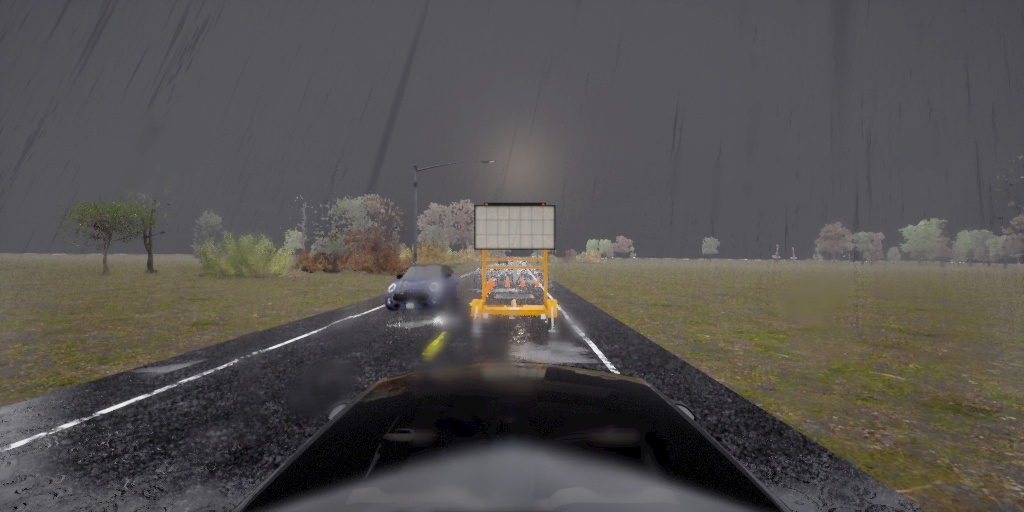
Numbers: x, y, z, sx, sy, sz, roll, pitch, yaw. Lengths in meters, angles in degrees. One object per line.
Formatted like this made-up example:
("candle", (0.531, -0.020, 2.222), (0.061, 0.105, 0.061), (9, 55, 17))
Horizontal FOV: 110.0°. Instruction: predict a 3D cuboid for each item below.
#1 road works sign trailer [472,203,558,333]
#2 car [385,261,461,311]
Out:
("road works sign trailer", (0.084, 0.218, 10.737), (2.380, 3.560, 2.880), (0, 0, 0))
("car", (-3.394, 1.108, 14.420), (2.097, 1.767, 4.553), (0, 0, 1))
